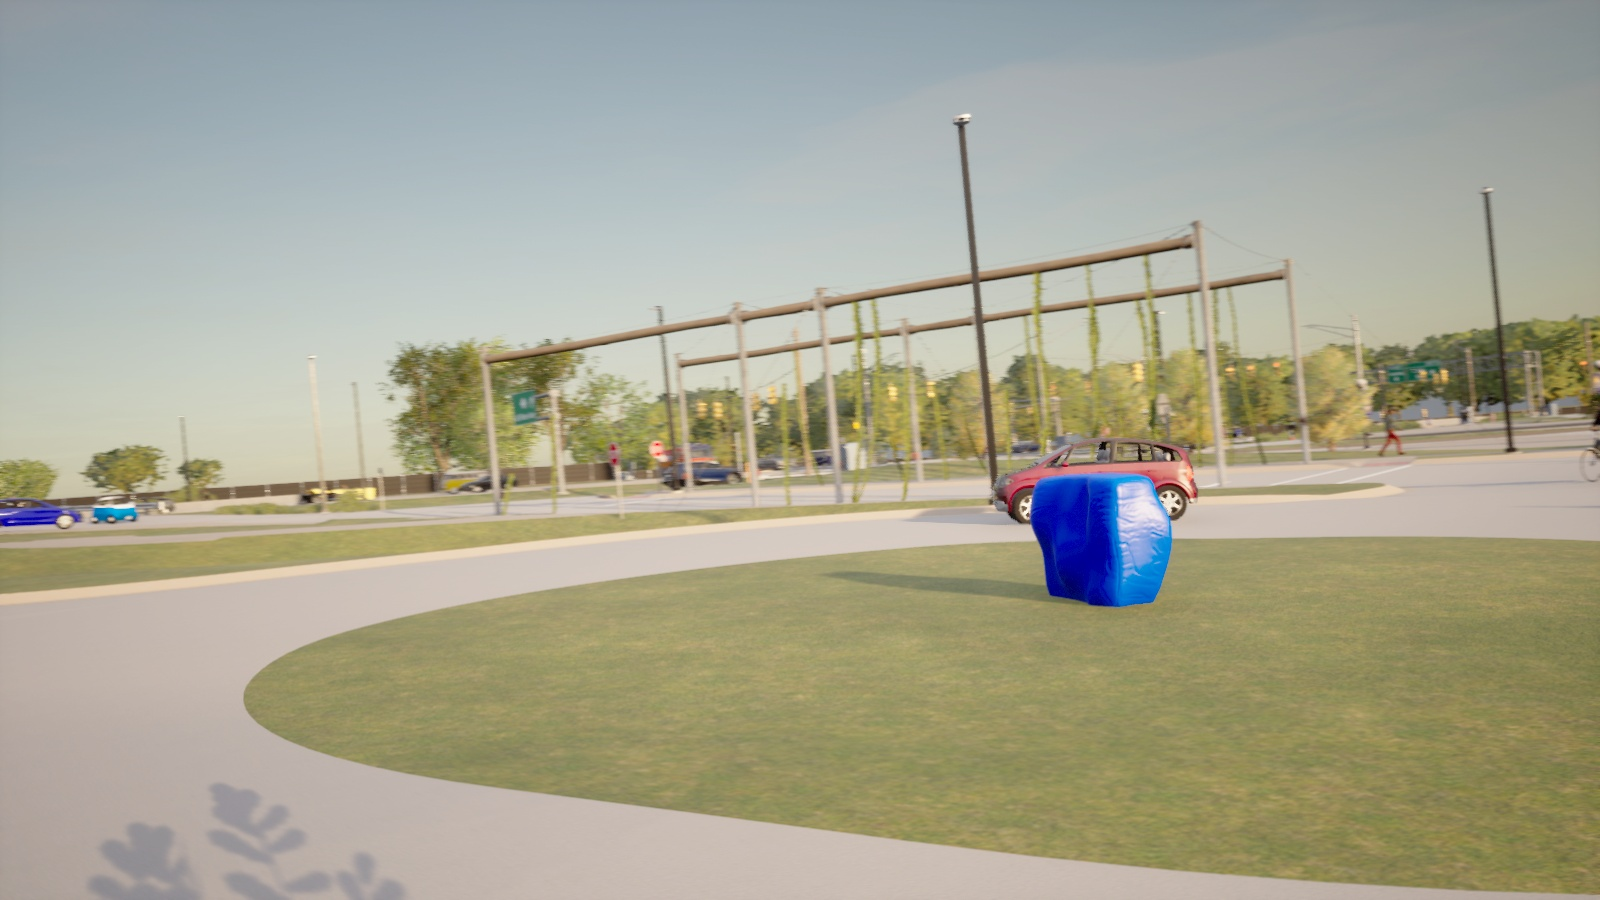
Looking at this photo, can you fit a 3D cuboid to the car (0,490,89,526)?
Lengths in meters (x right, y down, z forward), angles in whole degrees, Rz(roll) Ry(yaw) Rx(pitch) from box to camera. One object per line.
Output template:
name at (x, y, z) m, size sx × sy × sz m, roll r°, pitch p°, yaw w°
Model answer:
car at (-34.343, 2.609, 56.238) m, size 4.193 × 1.474 × 1.816 m, roll -1°, pitch -2°, yaw -33°

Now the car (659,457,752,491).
car at (-5.461, 1.377, 72.753) m, size 4.856 × 1.649 × 2.033 m, roll -3°, pitch -1°, yaw -33°

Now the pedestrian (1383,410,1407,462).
pedestrian at (21.757, -0.526, 45.896) m, size 0.614 × 1.847 × 0.353 m, roll -5°, pitch 0°, yaw 31°

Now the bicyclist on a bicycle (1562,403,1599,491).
bicyclist on a bicycle at (16.966, -0.095, 26.421) m, size 1.843 × 1.776 × 0.659 m, roll -3°, pitch -1°, yaw -29°

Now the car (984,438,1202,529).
car at (5.418, 0.613, 23.609) m, size 3.705 × 1.549 × 1.789 m, roll -1°, pitch 0°, yaw 4°

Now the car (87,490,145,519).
car at (-35.001, 2.789, 64.298) m, size 2.207 × 1.376 × 1.481 m, roll -2°, pitch 1°, yaw 23°
